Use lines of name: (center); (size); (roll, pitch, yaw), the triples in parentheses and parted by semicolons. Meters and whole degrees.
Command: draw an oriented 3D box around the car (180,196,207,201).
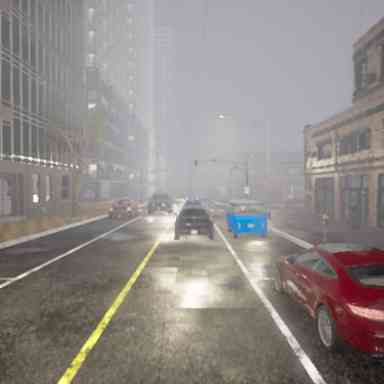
car: (0.098, 1.393, 30.913); (1.882, 1.535, 5.008); (0, 0, 0)

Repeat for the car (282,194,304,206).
car: (16.536, 1.283, 51.269); (5.009, 1.841, 2.192); (1, 1, 1)

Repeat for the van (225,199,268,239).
van: (2.679, 1.295, 16.940); (1.690, 1.788, 3.998); (-1, 0, 0)

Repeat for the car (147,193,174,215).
car: (-3.015, 1.135, 32.796); (2.150, 2.045, 5.566); (0, 0, 0)

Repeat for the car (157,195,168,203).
car: (-5.828, 1.347, 65.803); (1.752, 1.417, 4.829); (-1, 0, 0)

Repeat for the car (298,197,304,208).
car: (16.425, 1.685, 42.894); (4.313, 1.339, 1.947); (1, 0, 1)

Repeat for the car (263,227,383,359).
car: (2.680, 1.566, 5.871); (1.802, 1.307, 4.206); (-1, 0, 0)

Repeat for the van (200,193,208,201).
van: (2.689, 1.133, 77.204); (1.690, 1.788, 3.998); (-1, 0, 0)

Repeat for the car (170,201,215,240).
car: (0.099, 1.461, 16.789); (1.837, 1.490, 4.892); (0, 1, 0)

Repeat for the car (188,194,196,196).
car: (0.016, 1.225, 90.406); (1.837, 1.490, 4.892); (0, 0, 0)

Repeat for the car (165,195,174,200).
car: (-5.653, 1.343, 82.905); (1.947, 1.339, 4.313); (-1, 0, 0)

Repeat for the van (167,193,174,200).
van: (-5.656, 1.103, 88.548); (1.690, 1.788, 3.998); (-1, 0, 0)

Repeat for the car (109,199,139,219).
car: (-5.698, 1.363, 28.025); (1.967, 1.590, 4.097); (-1, 0, 0)

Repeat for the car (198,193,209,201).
car: (2.690, 1.247, 71.560); (1.967, 1.590, 4.097); (-1, 0, 0)

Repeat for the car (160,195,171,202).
car: (-5.655, 1.372, 71.616); (1.947, 1.339, 4.313); (-1, 0, 0)

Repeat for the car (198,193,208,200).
car: (2.689, 1.092, 82.848); (2.192, 1.841, 5.009); (-1, 0, 0)

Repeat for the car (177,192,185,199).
car: (-2.984, 0.980, 91.284); (2.150, 2.045, 5.566); (0, 0, 0)
